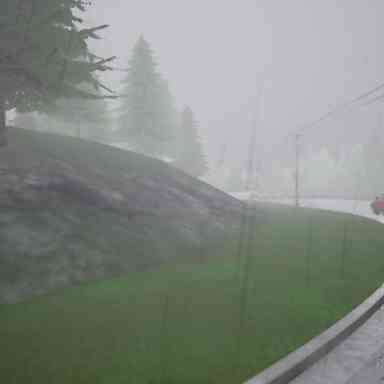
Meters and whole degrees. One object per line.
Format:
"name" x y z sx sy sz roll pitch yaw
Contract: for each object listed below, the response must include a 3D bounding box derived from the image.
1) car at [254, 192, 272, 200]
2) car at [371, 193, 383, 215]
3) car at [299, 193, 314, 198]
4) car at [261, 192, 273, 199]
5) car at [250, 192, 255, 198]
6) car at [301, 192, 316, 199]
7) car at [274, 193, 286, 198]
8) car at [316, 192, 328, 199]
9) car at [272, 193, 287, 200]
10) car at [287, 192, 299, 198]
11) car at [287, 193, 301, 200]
"car" 17.020 1.195 79.776 1.994 1.385 4.181 -1 0 -1
"car" 16.627 0.969 27.253 2.150 2.045 5.566 0 0 11
"car" 30.896 0.902 89.978 2.033 1.411 5.357 -1 0 -1
"car" 20.391 0.845 90.238 2.097 1.767 4.553 -1 0 -1
"car" 16.896 0.889 89.779 2.097 1.767 4.553 -1 0 -1
"car" 27.511 0.861 80.322 2.097 1.767 4.553 -1 0 -1
"car" 23.892 0.947 90.310 1.837 1.490 4.892 -1 0 -1
"car" 31.011 0.818 80.364 2.097 1.767 4.553 -1 0 -1
"car" 20.514 1.124 80.235 2.128 1.511 4.902 -1 0 -1
"car" 27.391 0.882 90.352 1.882 1.535 5.008 -1 0 -1
"car" 24.015 1.150 80.243 1.895 1.301 4.718 -1 0 -1
